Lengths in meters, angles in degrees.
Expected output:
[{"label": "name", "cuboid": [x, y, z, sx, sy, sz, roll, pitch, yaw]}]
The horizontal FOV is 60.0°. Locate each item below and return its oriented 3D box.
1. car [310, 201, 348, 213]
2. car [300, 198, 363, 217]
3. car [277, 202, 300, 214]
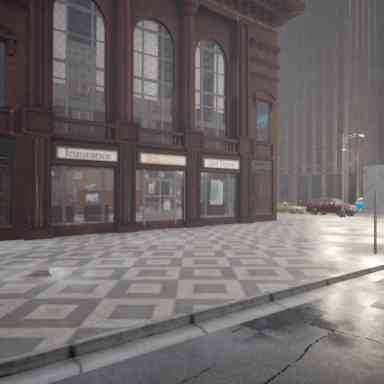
[{"label": "car", "cuboid": [17.704, 1.898, 43.138, 1.802, 1.307, 4.206, -1, 0, -35]}, {"label": "car", "cuboid": [13.986, 1.522, 33.620, 2.192, 1.841, 5.009, 0, 0, -35]}, {"label": "car", "cuboid": [10.842, 1.799, 38.074, 1.752, 1.417, 4.829, 0, 0, -35]}]
